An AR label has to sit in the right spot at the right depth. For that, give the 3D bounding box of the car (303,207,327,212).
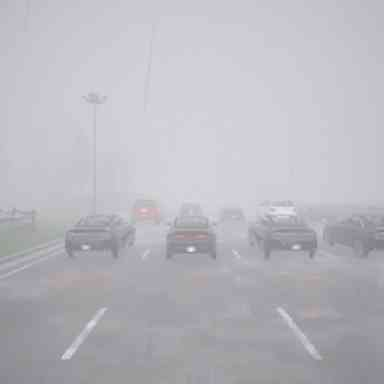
[{"bbox_3d":[10.402,1.927,28.279,1.895,1.301,4.718,0,-1,0],"label":"car"}]

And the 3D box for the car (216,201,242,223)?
[{"bbox_3d":[3.405,1.815,29.239,1.882,1.535,5.008,0,0,0],"label":"car"}]

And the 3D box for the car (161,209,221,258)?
[{"bbox_3d":[-0.016,1.664,13.480,1.837,1.490,4.892,0,0,0],"label":"car"}]

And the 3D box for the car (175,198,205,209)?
[{"bbox_3d":[-0.097,1.679,28.404,2.097,1.767,4.553,0,-1,0],"label":"car"}]

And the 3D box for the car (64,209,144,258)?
[{"bbox_3d":[-3.516,1.649,13.474,2.128,1.511,4.902,0,-1,0],"label":"car"}]

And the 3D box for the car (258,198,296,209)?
[{"bbox_3d":[6.899,1.543,27.575,2.150,2.045,5.566,0,0,0],"label":"car"}]

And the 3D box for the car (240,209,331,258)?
[{"bbox_3d":[3.484,1.650,13.503,2.128,1.511,4.902,0,-1,0],"label":"car"}]

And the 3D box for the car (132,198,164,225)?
[{"bbox_3d":[-3.601,1.543,27.524,2.150,2.045,5.566,0,0,0],"label":"car"}]

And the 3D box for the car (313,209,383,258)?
[{"bbox_3d":[6.984,1.650,13.520,2.128,1.511,4.902,0,-1,0],"label":"car"}]
